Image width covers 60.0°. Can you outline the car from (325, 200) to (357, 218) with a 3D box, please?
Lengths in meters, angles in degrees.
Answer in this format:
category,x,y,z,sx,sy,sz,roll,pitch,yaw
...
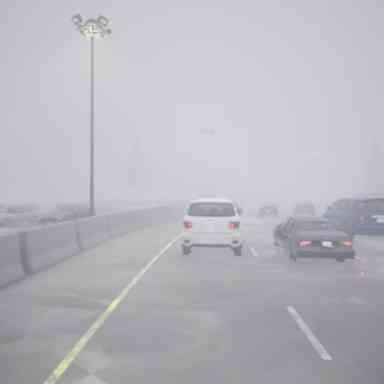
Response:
category,x,y,z,sx,sy,sz,roll,pitch,yaw
car,14.931,1.635,33.584,2.128,1.511,4.902,0,0,14

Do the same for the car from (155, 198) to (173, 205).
category,x,y,z,sx,sy,sz,roll,pitch,yaw
car,-5.174,1.793,62.824,1.895,1.301,4.718,0,0,22

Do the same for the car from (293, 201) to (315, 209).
category,x,y,z,sx,sy,sz,roll,pitch,yaw
car,11.528,1.616,34.408,1.882,1.535,5.008,0,0,14

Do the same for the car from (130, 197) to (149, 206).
category,x,y,z,sx,sy,sz,roll,pitch,yaw
car,-9.587,1.702,61.059,1.812,1.442,4.674,0,0,21

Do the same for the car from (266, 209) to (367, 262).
category,x,y,z,sx,sy,sz,roll,pitch,yaw
car,4.253,1.598,12.434,2.033,1.411,5.357,0,0,5

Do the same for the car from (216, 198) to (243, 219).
category,x,y,z,sx,sy,sz,roll,pitch,yaw
car,3.584,1.461,31.035,2.097,1.767,4.553,0,0,11

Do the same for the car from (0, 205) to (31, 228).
category,x,y,z,sx,sy,sz,roll,pitch,yaw
car,-12.345,1.646,22.598,1.895,1.301,4.718,0,0,8

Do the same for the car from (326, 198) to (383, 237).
category,x,y,z,sx,sy,sz,roll,pitch,yaw
car,8.229,1.295,16.619,2.150,2.045,5.566,0,0,7

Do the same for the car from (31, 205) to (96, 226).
category,x,y,z,sx,sy,sz,roll,pitch,yaw
car,-8.676,1.605,23.601,2.033,1.411,5.357,0,0,9

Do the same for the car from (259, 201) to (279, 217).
category,x,y,z,sx,sy,sz,roll,pitch,yaw
car,7.625,1.651,33.164,1.812,1.442,4.674,0,0,13

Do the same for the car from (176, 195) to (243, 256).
category,x,y,z,sx,sy,sz,roll,pitch,yaw
car,0.889,1.269,13.655,2.150,2.045,5.566,0,0,6
